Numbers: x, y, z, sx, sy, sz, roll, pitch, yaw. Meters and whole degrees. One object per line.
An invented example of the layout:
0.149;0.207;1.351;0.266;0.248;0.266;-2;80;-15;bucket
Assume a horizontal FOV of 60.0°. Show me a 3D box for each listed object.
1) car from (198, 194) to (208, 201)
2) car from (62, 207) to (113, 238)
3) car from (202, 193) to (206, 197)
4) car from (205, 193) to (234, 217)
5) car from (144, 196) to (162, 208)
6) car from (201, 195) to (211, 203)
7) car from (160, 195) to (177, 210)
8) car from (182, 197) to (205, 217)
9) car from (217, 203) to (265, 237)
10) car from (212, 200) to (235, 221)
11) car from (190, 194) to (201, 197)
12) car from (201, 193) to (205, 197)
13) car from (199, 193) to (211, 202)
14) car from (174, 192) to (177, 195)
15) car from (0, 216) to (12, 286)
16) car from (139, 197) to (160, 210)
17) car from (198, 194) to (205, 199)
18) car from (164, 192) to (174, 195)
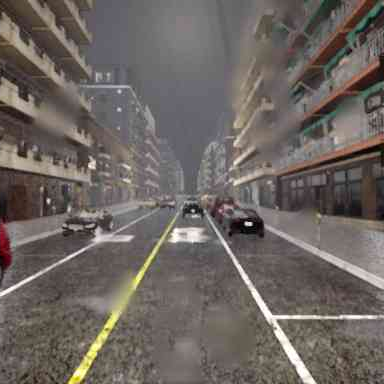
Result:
2.592;1.272;79.610;2.008;1.369;4.403;2;0;0;car
-5.289;1.475;17.311;2.008;1.369;4.403;2;0;0;car
2.594;1.277;39.958;1.967;1.590;4.097;2;0;0;car
2.597;1.193;28.632;2.192;1.841;5.009;2;0;0;car
-5.288;1.363;45.630;1.887;1.381;4.507;2;0;0;car
2.592;1.293;62.787;1.752;1.417;4.829;2;0;0;car
-2.842;1.382;40.541;2.033;1.411;5.357;0;0;0;car
0.096;1.400;29.785;1.812;1.442;4.674;0;0;0;car
2.589;1.490;17.305;1.947;1.339;4.313;2;0;0;car
2.589;1.483;22.968;1.802;1.307;4.206;2;0;0;car
0.033;1.273;45.866;1.801;1.575;5.366;0;0;1;car
2.594;1.258;45.624;1.967;1.590;4.097;2;0;0;car
2.598;1.067;68.282;2.192;1.841;5.009;2;0;0;car
-5.280;1.014;90.945;2.192;1.841;5.009;2;0;0;car
-5.282;1.289;5.981;2.192;1.841;5.009;2;0;0;car
-5.288;1.363;39.794;1.752;1.417;4.829;2;0;0;car
2.593;1.224;91.110;1.752;1.417;4.829;2;0;0;car
-5.284;1.192;68.288;1.967;1.590;4.097;2;0;0;car
